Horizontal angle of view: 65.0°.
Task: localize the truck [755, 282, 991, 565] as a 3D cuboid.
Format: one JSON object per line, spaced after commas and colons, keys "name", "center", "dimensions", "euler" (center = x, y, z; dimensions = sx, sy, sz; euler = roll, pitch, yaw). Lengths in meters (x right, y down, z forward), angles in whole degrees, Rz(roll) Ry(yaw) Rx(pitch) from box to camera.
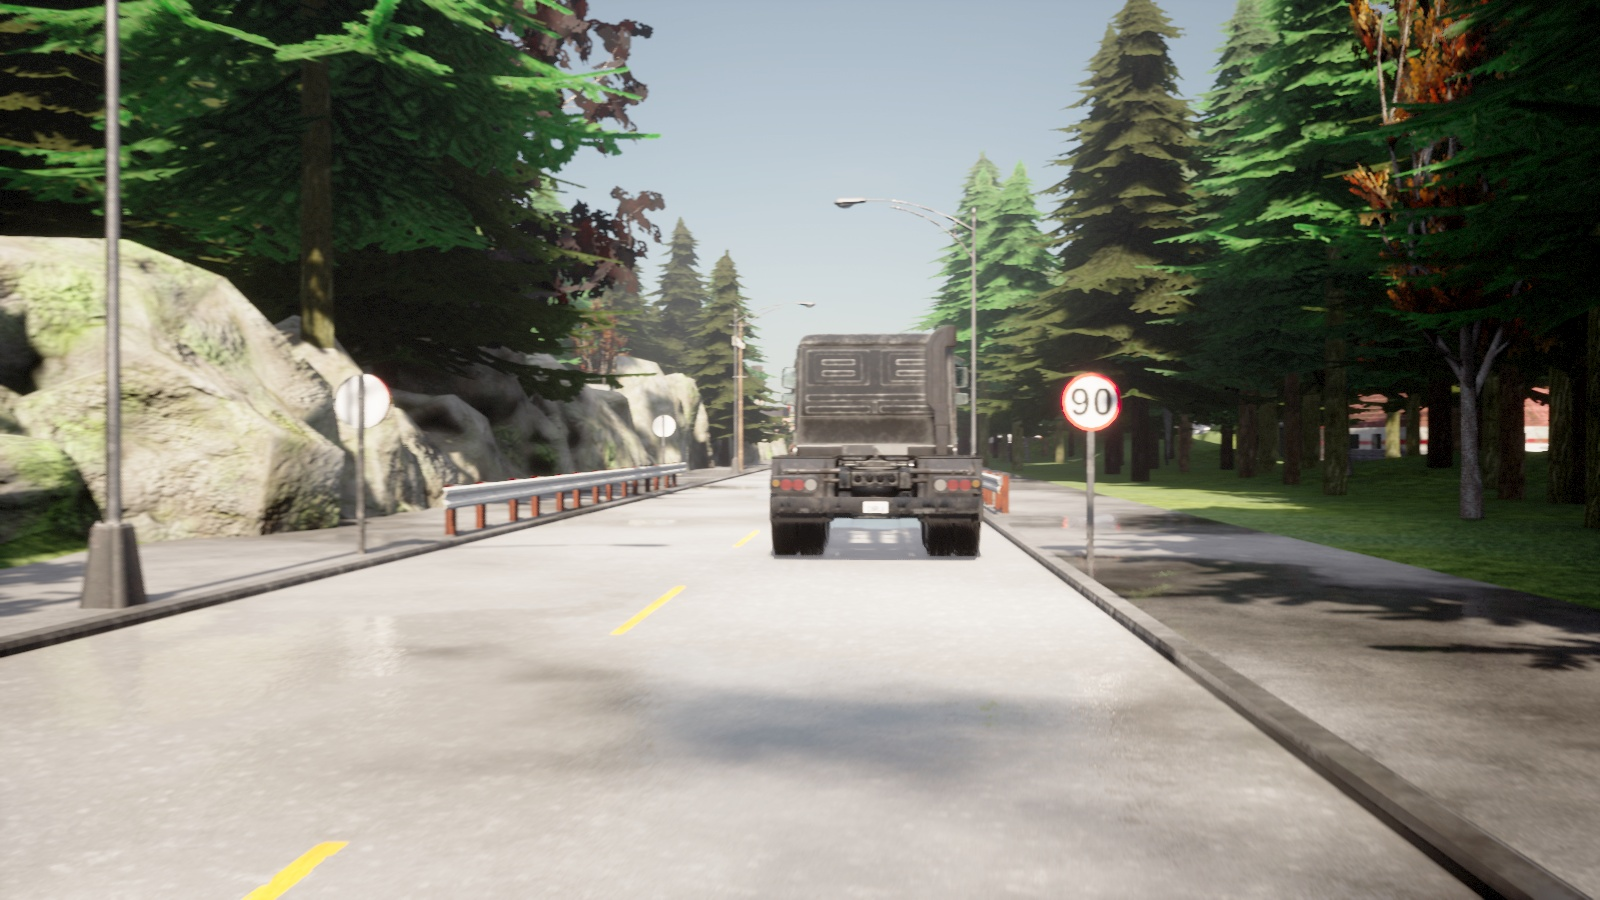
{"name": "truck", "center": [1.118, -0.344, 19.414], "dimensions": [2.891, 3.462, 7.936], "euler": [0, 0, 3]}
